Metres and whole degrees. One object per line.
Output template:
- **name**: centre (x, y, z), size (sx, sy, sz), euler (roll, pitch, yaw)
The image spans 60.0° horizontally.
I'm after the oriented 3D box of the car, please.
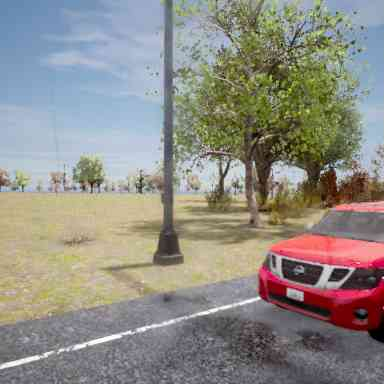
- **car**: centre (3.837, 1.223, 6.719), size (5.566, 2.045, 2.150), euler (0, 0, -35)
